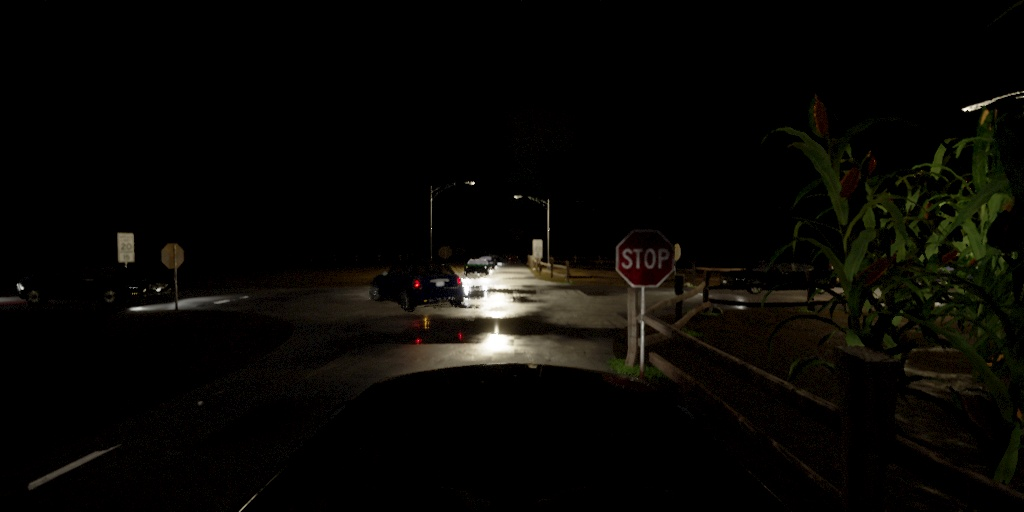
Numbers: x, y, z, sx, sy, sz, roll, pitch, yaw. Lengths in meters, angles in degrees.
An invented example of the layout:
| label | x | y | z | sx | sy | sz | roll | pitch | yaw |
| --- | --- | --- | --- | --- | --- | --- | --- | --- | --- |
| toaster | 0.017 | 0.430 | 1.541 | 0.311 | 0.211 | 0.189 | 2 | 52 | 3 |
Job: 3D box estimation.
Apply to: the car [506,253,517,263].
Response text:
| label | x | y | z | sx | sy | sz | roll | pitch | yaw |
| --- | --- | --- | --- | --- | --- | --- | --- | --- | --- |
| car | 0.003 | 0.390 | 61.657 | 2.033 | 1.411 | 5.357 | 0 | 1 | -1 |

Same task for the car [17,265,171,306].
| label | x | y | z | sx | sy | sz | roll | pitch | yaw |
| --- | --- | --- | --- | --- | --- | --- | --- | --- | --- |
| car | -16.621 | 1.114 | 14.400 | 4.892 | 1.490 | 1.837 | 0 | 2 | 0 |

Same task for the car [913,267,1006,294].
| label | x | y | z | sx | sy | sz | roll | pitch | yaw |
| --- | --- | --- | --- | --- | --- | --- | --- | --- | --- |
| car | 22.721 | 1.031 | 17.449 | 5.357 | 1.411 | 2.033 | 0 | 2 | 0 |

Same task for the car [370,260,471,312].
| label | x | y | z | sx | sy | sz | roll | pitch | yaw |
| --- | --- | --- | --- | --- | --- | --- | --- | --- | --- |
| car | -3.794 | 0.951 | 13.817 | 2.097 | 1.767 | 4.553 | -1 | 2 | -39 |

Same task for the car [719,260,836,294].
| label | x | y | z | sx | sy | sz | roll | pitch | yaw |
| --- | --- | --- | --- | --- | --- | --- | --- | --- | --- |
| car | 12.751 | 0.971 | 17.374 | 5.008 | 1.535 | 1.882 | 0 | 2 | -2 |

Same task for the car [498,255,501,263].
| label | x | y | z | sx | sy | sz | roll | pitch | yaw |
| --- | --- | --- | --- | --- | --- | --- | --- | --- | --- |
| car | -2.916 | 0.516 | 49.841 | 2.128 | 1.511 | 4.902 | 0 | 1 | 0 |

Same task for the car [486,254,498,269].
| label | x | y | z | sx | sy | sz | roll | pitch | yaw |
| --- | --- | --- | --- | --- | --- | --- | --- | --- | --- |
| car | -2.906 | 0.740 | 39.888 | 1.994 | 1.385 | 4.181 | 0 | 1 | 0 |

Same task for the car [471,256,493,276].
| label | x | y | z | sx | sy | sz | roll | pitch | yaw |
| --- | --- | --- | --- | --- | --- | --- | --- | --- | --- |
| car | -2.851 | 0.926 | 30.082 | 1.895 | 1.301 | 4.718 | 0 | 1 | -2 |

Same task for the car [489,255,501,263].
| label | x | y | z | sx | sy | sz | roll | pitch | yaw |
| --- | --- | --- | --- | --- | --- | --- | --- | --- | --- |
| car | -2.873 | 0.451 | 61.187 | 1.895 | 1.301 | 4.718 | 0 | 1 | 0 |
